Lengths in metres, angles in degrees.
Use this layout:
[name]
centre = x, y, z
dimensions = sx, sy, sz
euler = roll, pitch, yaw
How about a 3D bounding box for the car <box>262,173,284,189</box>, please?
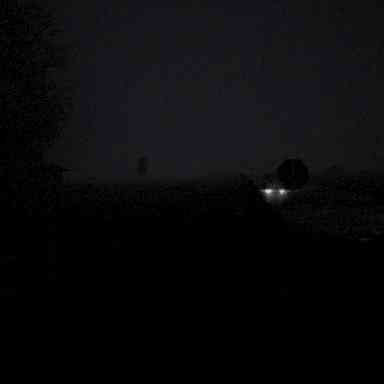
[car]
centre = 8.110, -1.215, 33.757
dimensions = 2.033, 1.411, 5.357
euler = -1, 4, 7
